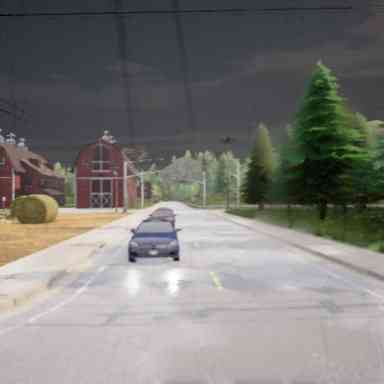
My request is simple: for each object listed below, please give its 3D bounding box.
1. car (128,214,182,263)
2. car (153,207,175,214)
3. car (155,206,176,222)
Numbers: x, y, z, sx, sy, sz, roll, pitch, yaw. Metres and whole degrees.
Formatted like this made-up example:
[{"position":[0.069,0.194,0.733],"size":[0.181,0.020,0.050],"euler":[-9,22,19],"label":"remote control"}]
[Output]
[{"position":[-1.436,1.830,13.527],"size":[1.812,1.442,4.674],"euler":[0,-1,-4],"label":"car"},{"position":[-2.133,2.006,24.721],"size":[1.882,1.535,5.008],"euler":[0,-1,-4],"label":"car"},{"position":[-2.778,2.285,35.239],"size":[2.033,1.411,5.357],"euler":[0,-1,-3],"label":"car"}]
